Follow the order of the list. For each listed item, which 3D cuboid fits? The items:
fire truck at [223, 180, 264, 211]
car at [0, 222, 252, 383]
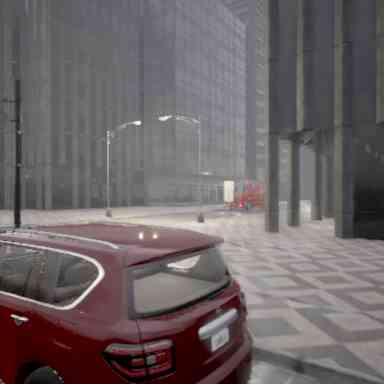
[{"bbox_3d":[7.210,0.403,42.964,2.891,3.827,8.468,0,0,35],"label":"fire truck"},{"bbox_3d":[-1.708,1.312,4.184,5.009,1.841,2.192,0,0,36],"label":"car"}]
